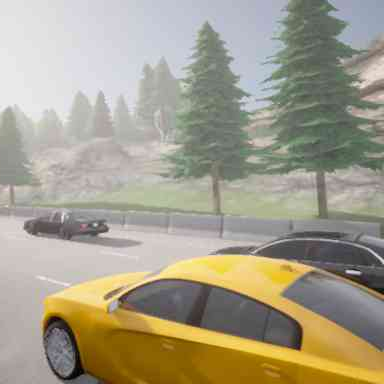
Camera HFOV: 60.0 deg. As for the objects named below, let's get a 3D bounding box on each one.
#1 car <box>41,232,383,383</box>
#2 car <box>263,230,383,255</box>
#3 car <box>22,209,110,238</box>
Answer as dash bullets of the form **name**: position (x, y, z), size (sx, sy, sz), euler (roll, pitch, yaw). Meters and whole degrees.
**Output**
- **car**: position (0.259, 1.494, 3.814), size (5.008, 1.535, 1.882), euler (0, 0, 35)
- **car**: position (2.346, 1.527, 6.624), size (4.892, 1.490, 1.837), euler (0, 0, 35)
- **car**: position (-6.659, 1.620, 17.348), size (5.357, 1.411, 2.033), euler (0, 0, 36)
